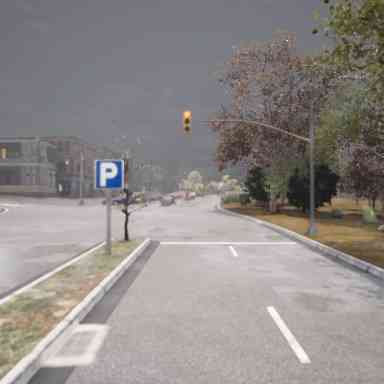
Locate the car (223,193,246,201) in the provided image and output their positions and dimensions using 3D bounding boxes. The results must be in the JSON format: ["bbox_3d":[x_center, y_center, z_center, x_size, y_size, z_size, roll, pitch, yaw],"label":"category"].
[{"bbox_3d":[9.281,1.044,72.346,4.553,1.767,2.185,1,0,-12],"label":"car"}]

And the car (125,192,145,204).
[{"bbox_3d":[-10.936,1.247,55.027,5.366,1.575,1.946,-1,0,-15],"label":"car"}]

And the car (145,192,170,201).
[{"bbox_3d":[-8.195,0.973,78.982,5.566,2.045,2.435,-1,0,-12],"label":"car"}]

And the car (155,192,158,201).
[{"bbox_3d":[-9.804,1.279,66.988,4.674,1.452,2.002,-1,0,-13],"label":"car"}]

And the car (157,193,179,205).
[{"bbox_3d":[-3.667,1.321,51.121,1.812,1.442,4.674,0,1,5],"label":"car"}]

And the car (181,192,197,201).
[{"bbox_3d":[-0.717,1.235,76.530,1.812,1.442,4.674,0,0,8],"label":"car"}]

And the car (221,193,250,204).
[{"bbox_3d":[7.524,1.071,57.642,4.553,1.767,2.185,1,0,-14],"label":"car"}]

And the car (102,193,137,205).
[{"bbox_3d":[-11.574,1.293,52.034,4.792,1.488,2.163,-1,0,-15],"label":"car"}]

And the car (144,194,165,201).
[{"bbox_3d":[-8.638,1.268,75.975,4.674,1.452,2.002,-1,0,-12],"label":"car"}]

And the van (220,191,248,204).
[{"bbox_3d":[7.148,0.975,54.672,4.442,1.987,1.878,1,0,-14],"label":"van"}]

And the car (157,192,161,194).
[{"bbox_3d":[-9.439,1.276,69.991,4.674,1.452,2.002,-1,0,-13],"label":"car"}]

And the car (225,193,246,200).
[{"bbox_3d":[10.167,1.034,78.217,4.553,1.767,2.185,1,0,-11],"label":"car"}]

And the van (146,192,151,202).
[{"bbox_3d":[-10.391,1.019,61.020,4.442,1.987,1.878,-1,0,-14],"label":"van"}]

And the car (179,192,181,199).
[{"bbox_3d":[-5.801,1.079,93.883,4.553,1.767,2.185,-1,0,-10],"label":"car"}]

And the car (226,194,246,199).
[{"bbox_3d":[11.534,1.171,87.006,4.792,1.488,2.163,0,0,-10],"label":"car"}]

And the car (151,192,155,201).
[{"bbox_3d":[-10.170,1.244,63.992,4.892,1.521,2.231,-1,0,-14],"label":"car"}]

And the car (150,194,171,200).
[{"bbox_3d":[-7.780,1.221,81.962,5.008,1.535,2.097,-1,0,-12],"label":"car"}]
